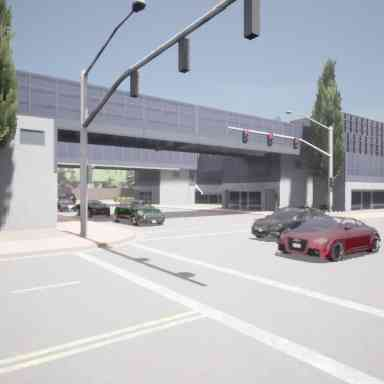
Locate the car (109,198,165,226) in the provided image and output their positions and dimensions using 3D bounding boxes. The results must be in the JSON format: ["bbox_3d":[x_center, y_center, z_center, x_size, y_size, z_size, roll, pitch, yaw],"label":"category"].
[{"bbox_3d":[-3.795,1.352,23.535,2.097,1.767,4.553,0,0,-36],"label":"car"}]

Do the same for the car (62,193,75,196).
[{"bbox_3d":[-23.692,1.221,63.071,2.150,2.045,5.566,0,0,-36],"label":"car"}]

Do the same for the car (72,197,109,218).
[{"bbox_3d":[-9.245,1.478,31.020,1.882,1.535,5.008,0,0,-36],"label":"car"}]

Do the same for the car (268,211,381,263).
[{"bbox_3d":[5.030,1.564,12.074,4.181,1.385,1.994,0,0,-37],"label":"car"}]

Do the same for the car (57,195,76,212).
[{"bbox_3d":[-14.826,1.492,38.692,2.128,1.511,4.902,0,0,-36],"label":"car"}]

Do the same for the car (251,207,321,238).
[{"bbox_3d":[5.025,1.506,16.434,4.892,1.490,1.837,1,0,-37],"label":"car"}]
